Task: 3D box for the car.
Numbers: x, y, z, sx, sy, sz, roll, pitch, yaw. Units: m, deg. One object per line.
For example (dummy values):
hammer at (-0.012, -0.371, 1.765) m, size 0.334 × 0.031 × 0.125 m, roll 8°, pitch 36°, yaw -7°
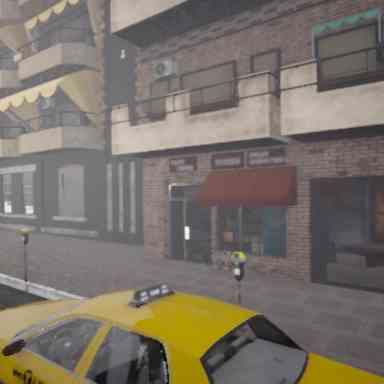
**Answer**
car at (-0.581, 1.531, 3.141) m, size 4.829 × 1.417 × 1.752 m, roll 0°, pitch -1°, yaw 35°
